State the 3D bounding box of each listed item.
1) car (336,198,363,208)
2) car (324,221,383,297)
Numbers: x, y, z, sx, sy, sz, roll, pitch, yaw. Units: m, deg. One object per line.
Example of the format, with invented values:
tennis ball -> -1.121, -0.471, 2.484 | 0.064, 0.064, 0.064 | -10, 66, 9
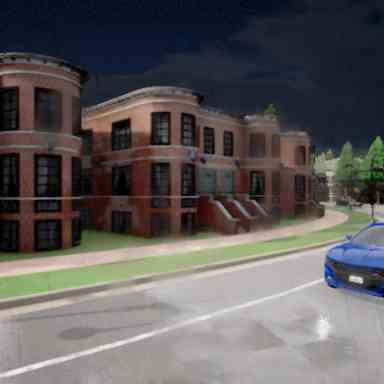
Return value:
car -> 23.241, 1.575, 49.292 | 2.128, 1.511, 4.902 | 0, 0, -4
car -> 5.194, 1.491, 8.330 | 5.008, 1.535, 1.882 | 0, 0, -41
